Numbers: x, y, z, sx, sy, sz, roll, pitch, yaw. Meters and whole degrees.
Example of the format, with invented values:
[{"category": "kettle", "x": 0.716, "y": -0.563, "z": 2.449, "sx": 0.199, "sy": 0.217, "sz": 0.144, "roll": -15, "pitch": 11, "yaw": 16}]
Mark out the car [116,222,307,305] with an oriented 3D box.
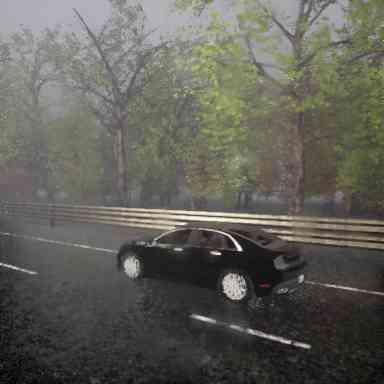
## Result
[{"category": "car", "x": 0.235, "y": 1.494, "z": 8.123, "sx": 4.892, "sy": 1.490, "sz": 1.837, "roll": 0, "pitch": 0, "yaw": 36}]
